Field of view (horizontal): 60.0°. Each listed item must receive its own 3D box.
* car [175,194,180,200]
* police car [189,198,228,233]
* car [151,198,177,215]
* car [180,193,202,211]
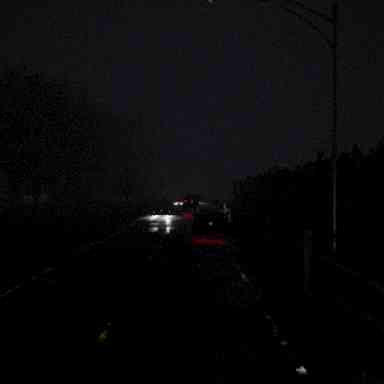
[{"bbox_3d":[-2.753,1.304,74.122,2.128,1.511,4.902,0,0,0],"label":"car"},{"bbox_3d":[0.961,1.409,19.659,1.930,1.638,5.238,0,0,0],"label":"police car"},{"bbox_3d":[-2.846,1.539,32.994,1.994,1.385,4.181,0,0,0],"label":"car"},{"bbox_3d":[0.018,1.192,39.846,2.150,2.045,5.566,0,0,0],"label":"car"}]
